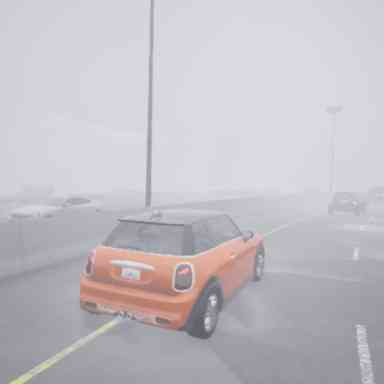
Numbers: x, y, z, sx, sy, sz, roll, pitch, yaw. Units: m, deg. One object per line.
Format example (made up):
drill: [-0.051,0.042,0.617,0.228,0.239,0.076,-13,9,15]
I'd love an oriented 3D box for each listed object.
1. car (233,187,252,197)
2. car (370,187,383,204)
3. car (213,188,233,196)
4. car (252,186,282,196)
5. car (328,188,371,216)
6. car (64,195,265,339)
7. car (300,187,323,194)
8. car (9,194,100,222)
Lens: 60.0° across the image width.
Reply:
car: [8.709,-0.020,50.231,1.882,1.535,5.008,3,3,41]
car: [21.900,0.430,38.554,2.150,2.045,5.566,3,2,40]
car: [5.195,-0.022,51.499,1.895,1.301,4.718,3,2,40]
car: [11.133,-0.001,47.653,2.097,1.767,4.553,3,3,41]
car: [11.995,0.766,25.465,2.097,1.767,4.553,3,2,35]
car: [0.031,1.115,6.579,2.097,1.767,4.553,2,2,25]
car: [18.091,0.078,50.250,2.097,1.767,4.553,3,3,43]
car: [-5.995,0.849,15.417,1.812,1.442,4.674,2,2,27]
